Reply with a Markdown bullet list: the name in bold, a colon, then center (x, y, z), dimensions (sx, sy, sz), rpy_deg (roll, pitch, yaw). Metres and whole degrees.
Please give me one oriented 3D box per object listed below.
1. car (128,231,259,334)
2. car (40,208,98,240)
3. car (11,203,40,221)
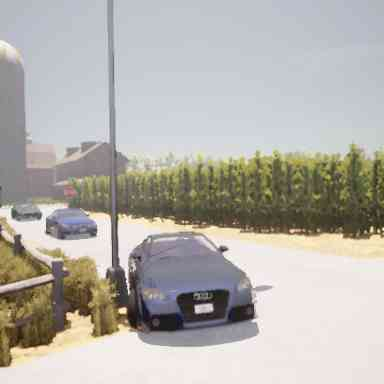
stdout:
- **car**: center (-0.259, 1.550, 6.853), dimensions (1.994, 1.385, 4.181), rpy_deg (-2, 0, -13)
- **car**: center (-6.666, 1.621, 18.083), dimensions (1.812, 1.442, 4.674), rpy_deg (-1, 0, -35)
- **car**: center (-14.590, 1.684, 29.167), dimensions (2.033, 1.411, 5.357), rpy_deg (-1, 1, -35)
